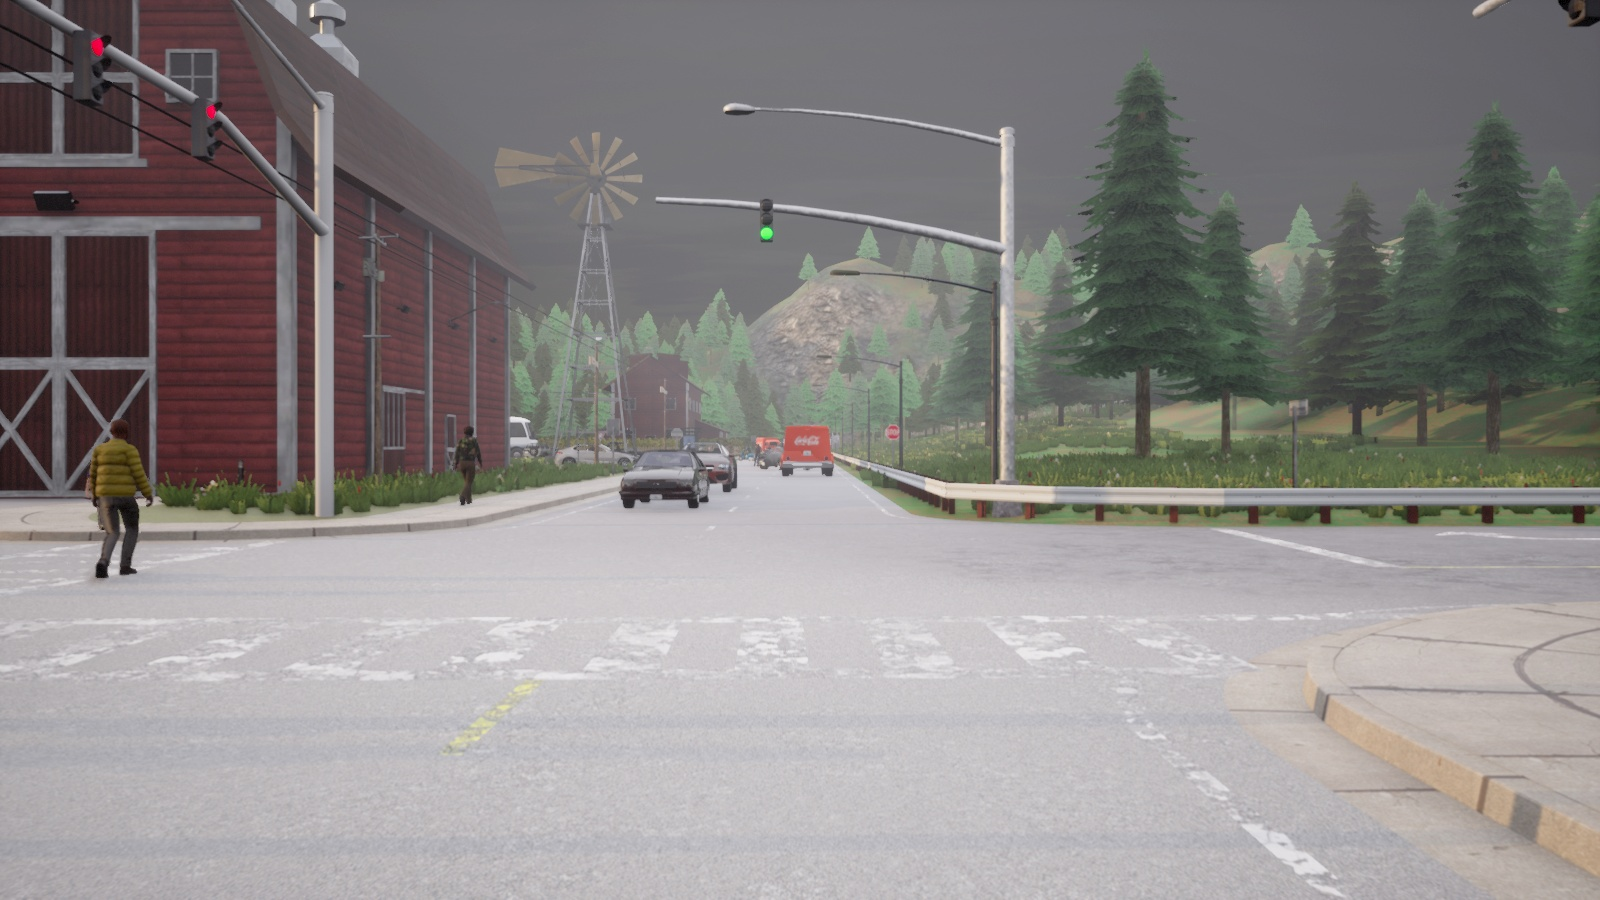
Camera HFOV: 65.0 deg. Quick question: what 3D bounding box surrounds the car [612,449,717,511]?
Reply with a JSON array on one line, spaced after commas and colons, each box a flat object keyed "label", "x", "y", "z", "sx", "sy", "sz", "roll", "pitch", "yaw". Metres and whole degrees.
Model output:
[{"label": "car", "x": -3.307, "y": 0.684, "z": 31.656, "sx": 2.033, "sy": 1.411, "sz": 5.357, "roll": 0, "pitch": 0, "yaw": 0}]

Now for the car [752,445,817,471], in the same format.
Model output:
[{"label": "car", "x": -0.979, "y": 0.445, "z": 75.583, "sx": 2.128, "sy": 1.511, "sz": 4.902, "roll": 0, "pitch": 0, "yaw": -24}]

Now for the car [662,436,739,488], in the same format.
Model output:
[{"label": "car", "x": -3.250, "y": 0.379, "z": 42.137, "sx": 2.152, "sy": 1.651, "sz": 5.027, "roll": 0, "pitch": 0, "yaw": 0}]

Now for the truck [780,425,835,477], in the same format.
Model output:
[{"label": "truck", "x": 0.365, "y": 0.045, "z": 62.647, "sx": 2.627, "sy": 2.467, "sz": 5.204, "roll": 0, "pitch": 0, "yaw": 0}]

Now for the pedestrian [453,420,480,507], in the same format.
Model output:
[{"label": "pedestrian", "x": -7.486, "y": 0.300, "z": 28.203, "sx": 0.395, "sy": 1.930, "sz": 0.692, "roll": 0, "pitch": 0, "yaw": 5}]

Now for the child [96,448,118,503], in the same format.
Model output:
[{"label": "child", "x": -14.767, "y": 0.536, "z": 26.765, "sx": 0.299, "sy": 1.160, "sz": 0.473, "roll": 0, "pitch": 0, "yaw": -15}]

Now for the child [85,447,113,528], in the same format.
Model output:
[{"label": "child", "x": -11.013, "y": 0.585, "z": 19.734, "sx": 0.437, "sy": 1.263, "sz": 0.270, "roll": 0, "pitch": 0, "yaw": 43}]

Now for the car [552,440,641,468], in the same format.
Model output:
[{"label": "car", "x": -12.269, "y": 0.257, "z": 75.928, "sx": 5.027, "sy": 1.651, "sz": 2.152, "roll": 0, "pitch": 0, "yaw": -1}]

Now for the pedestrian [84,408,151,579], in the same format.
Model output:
[{"label": "pedestrian", "x": -7.540, "y": 0.469, "z": 13.892, "sx": 0.370, "sy": 1.835, "sz": 0.726, "roll": 0, "pitch": 0, "yaw": -4}]
